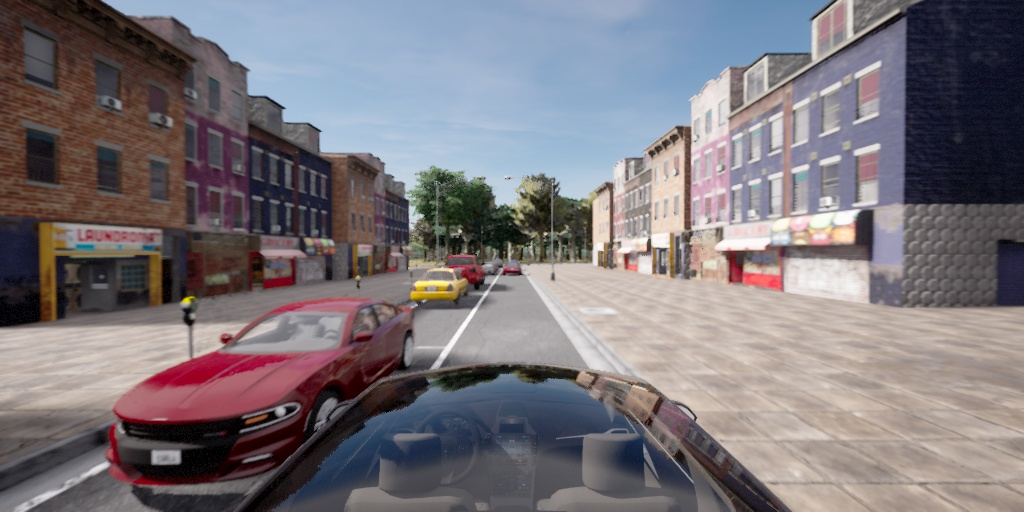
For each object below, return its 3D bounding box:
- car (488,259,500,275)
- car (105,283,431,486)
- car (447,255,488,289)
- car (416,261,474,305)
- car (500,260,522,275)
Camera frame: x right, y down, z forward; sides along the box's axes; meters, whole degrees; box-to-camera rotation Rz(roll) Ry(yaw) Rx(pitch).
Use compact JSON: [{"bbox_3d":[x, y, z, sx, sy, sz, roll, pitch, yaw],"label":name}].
[{"bbox_3d":[-2.636,1.293,37.597,2.007,1.370,4.403,0,0,0],"label":"car"},{"bbox_3d":[-2.638,1.294,4.988,1.888,1.381,4.507,0,0,0],"label":"car"},{"bbox_3d":[-2.980,0.969,22.897,2.150,2.045,5.566,0,0,0],"label":"car"},{"bbox_3d":[-3.024,1.202,16.057,1.801,1.575,5.366,0,0,0],"label":"car"},{"bbox_3d":[0.060,1.305,38.542,1.994,1.385,4.181,0,0,1],"label":"car"}]
